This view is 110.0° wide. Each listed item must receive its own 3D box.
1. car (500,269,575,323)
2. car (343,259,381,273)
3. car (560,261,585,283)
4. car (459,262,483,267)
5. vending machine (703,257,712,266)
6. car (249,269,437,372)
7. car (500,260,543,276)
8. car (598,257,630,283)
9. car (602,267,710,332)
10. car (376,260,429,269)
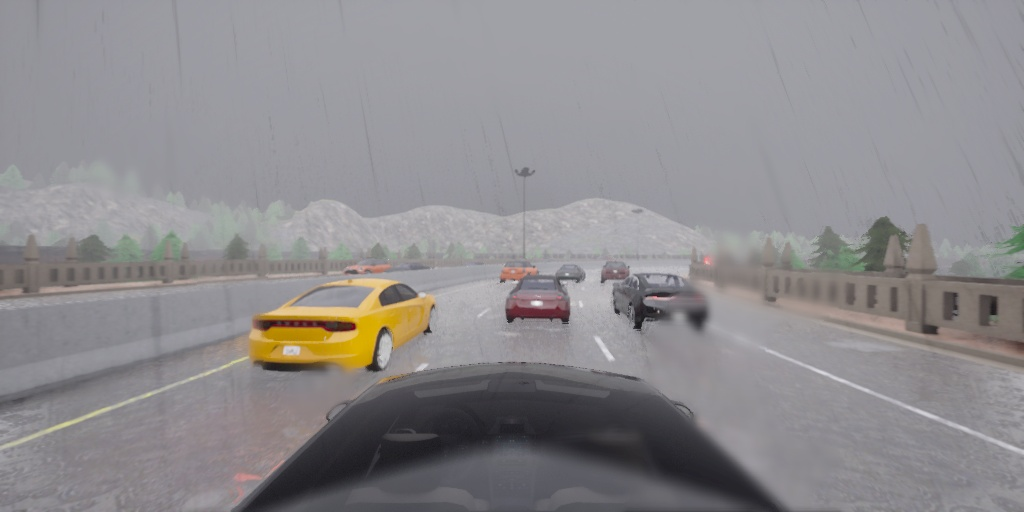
[{"bbox_3d":[0.948,1.329,12.256,1.994,1.385,4.181,0,0,7],"label":"car"},{"bbox_3d":[-12.795,1.069,32.003,2.097,1.767,4.553,0,0,17],"label":"car"},{"bbox_3d":[4.789,1.365,29.108,1.994,1.385,4.181,0,0,18],"label":"car"},{"bbox_3d":[-4.003,1.312,36.414,2.033,1.411,5.357,0,0,21],"label":"car"},{"bbox_3d":[22.949,1.097,41.962,1.100,2.100,0.880,0,0,31],"label":"vending machine"},{"bbox_3d":[-3.041,1.219,7.659,1.882,1.535,5.008,0,0,3],"label":"car"},{"bbox_3d":[0.665,1.131,27.569,2.097,1.767,4.553,0,0,16],"label":"car"},{"bbox_3d":[8.298,1.169,28.596,2.097,1.767,4.553,0,0,18],"label":"car"},{"bbox_3d":[4.313,1.272,11.085,2.128,1.511,4.902,0,0,6],"label":"car"},{"bbox_3d":[-9.266,1.282,31.867,2.033,1.411,5.357,0,0,17],"label":"car"}]
